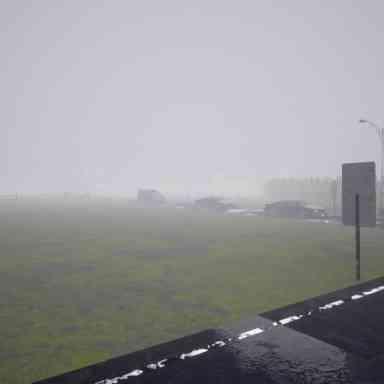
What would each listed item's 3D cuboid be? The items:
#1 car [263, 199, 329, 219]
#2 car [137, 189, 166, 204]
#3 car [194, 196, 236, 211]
[{"bbox_3d":[8.335,1.330,27.310,2.033,1.411,5.357,-1,1,-36],"label":"car"},{"bbox_3d":[-5.888,0.629,47.241,2.150,2.045,5.566,-1,2,-35],"label":"car"},{"bbox_3d":[2.354,1.176,35.673,2.033,1.411,5.357,-1,1,-36],"label":"car"}]
